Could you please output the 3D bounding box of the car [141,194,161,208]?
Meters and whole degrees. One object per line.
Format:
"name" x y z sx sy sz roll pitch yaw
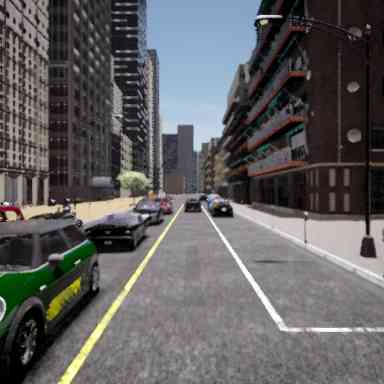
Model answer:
"car" -5.687 1.231 46.495 2.192 1.841 5.009 0 0 0

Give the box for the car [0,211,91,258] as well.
"car" -5.691 1.538 13.359 1.947 1.339 4.313 0 0 0

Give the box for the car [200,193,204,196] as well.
"car" 2.364 1.396 69.962 1.837 1.490 4.892 0 0 0

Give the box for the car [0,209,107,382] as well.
"car" -3.072 1.340 5.523 2.097 1.767 4.553 0 0 -1

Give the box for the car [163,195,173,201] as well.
"car" -5.682 1.450 79.633 1.947 1.339 4.313 0 0 0

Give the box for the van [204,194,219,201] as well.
"van" 2.693 1.263 40.972 1.690 1.788 3.998 0 0 0

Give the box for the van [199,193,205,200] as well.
"van" 2.699 1.220 90.678 1.690 1.788 3.998 0 0 0

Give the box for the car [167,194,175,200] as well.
"car" -5.681 1.319 90.680 1.967 1.590 4.097 0 0 0

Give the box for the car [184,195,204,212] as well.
"car" 0.105 1.433 37.106 1.837 1.490 4.892 0 0 0

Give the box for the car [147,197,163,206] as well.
"car" -5.686 1.460 52.020 2.008 1.369 4.403 0 0 0

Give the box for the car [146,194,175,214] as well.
"car" -3.039 1.286 33.624 2.097 1.767 4.553 0 0 0

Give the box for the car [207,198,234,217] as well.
"car" 2.692 1.505 29.926 1.947 1.339 4.313 0 0 0

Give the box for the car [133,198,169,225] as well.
"car" -3.088 1.442 23.820 2.128 1.511 4.902 0 0 0

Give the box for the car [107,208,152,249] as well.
"car" -3.097 1.571 14.508 1.895 1.301 4.718 0 0 0

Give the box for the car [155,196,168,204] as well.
"car" -5.685 1.449 63.065 2.008 1.369 4.403 0 0 0

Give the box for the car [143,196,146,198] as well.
"car" -5.687 1.489 40.974 1.947 1.339 4.313 0 0 0

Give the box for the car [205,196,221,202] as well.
"car" 2.693 1.455 35.619 1.752 1.417 4.829 0 0 0

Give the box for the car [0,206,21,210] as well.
"car" -5.692 1.299 7.836 2.192 1.841 5.009 0 0 0
